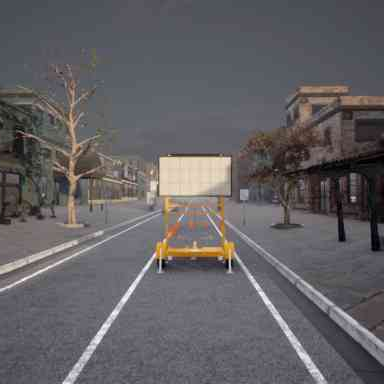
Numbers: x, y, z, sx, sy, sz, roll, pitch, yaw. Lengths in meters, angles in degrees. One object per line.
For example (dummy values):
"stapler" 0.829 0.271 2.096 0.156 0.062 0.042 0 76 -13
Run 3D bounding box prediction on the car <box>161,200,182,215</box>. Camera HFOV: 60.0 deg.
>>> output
"car" -2.699 2.035 41.148 2.128 1.511 4.902 0 -1 1

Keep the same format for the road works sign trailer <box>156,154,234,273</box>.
"road works sign trailer" 0.105 0.552 10.933 2.380 3.560 2.880 0 -1 1

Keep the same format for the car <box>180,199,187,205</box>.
"car" -2.218 2.442 80.025 2.128 1.511 4.902 0 0 1
